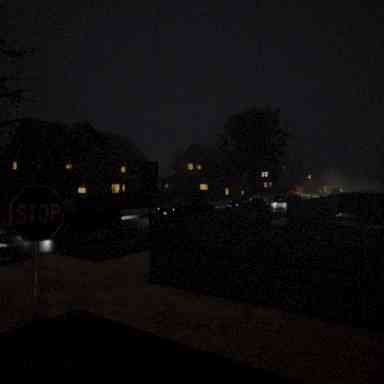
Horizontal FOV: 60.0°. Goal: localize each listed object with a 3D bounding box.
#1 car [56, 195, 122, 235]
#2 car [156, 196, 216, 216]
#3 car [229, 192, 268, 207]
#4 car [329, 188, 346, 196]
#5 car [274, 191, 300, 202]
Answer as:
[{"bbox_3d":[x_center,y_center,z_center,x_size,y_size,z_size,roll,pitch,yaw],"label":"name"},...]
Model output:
[{"bbox_3d":[-5.734,1.017,16.619,2.097,1.767,4.553,1,2,34],"label":"car"},{"bbox_3d":[-0.283,0.989,24.380,2.033,1.411,5.357,1,2,35],"label":"car"},{"bbox_3d":[5.693,0.747,32.799,2.033,1.411,5.357,1,2,36],"label":"car"},{"bbox_3d":[22.799,0.160,51.855,1.837,1.490,4.892,1,2,36],"label":"car"},{"bbox_3d":[11.815,0.555,41.374,1.895,1.301,4.718,1,2,36],"label":"car"}]
